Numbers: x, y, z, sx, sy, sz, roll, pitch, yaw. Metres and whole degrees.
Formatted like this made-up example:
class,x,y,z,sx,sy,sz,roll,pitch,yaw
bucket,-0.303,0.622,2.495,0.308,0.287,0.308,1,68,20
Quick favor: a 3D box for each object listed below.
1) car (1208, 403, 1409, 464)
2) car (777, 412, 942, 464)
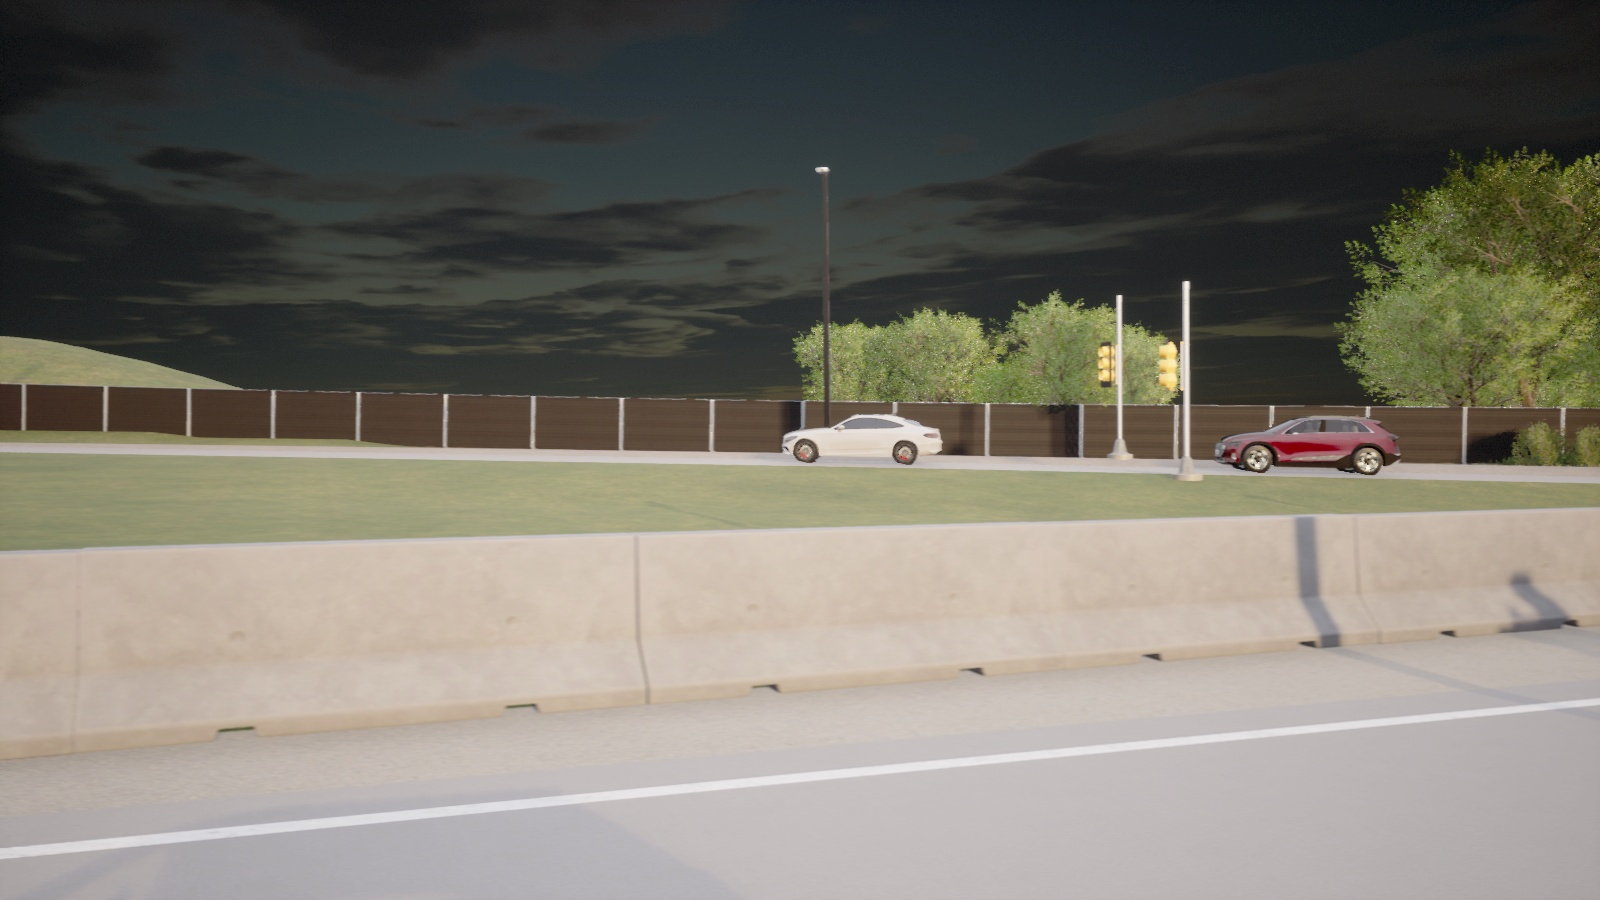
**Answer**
class,x,y,z,sx,sy,sz,roll,pitch,yaw
car,14.171,-0.474,35.266,4.856,1.649,2.033,0,2,6
car,1.772,-0.366,36.603,4.674,1.442,1.812,0,2,6
